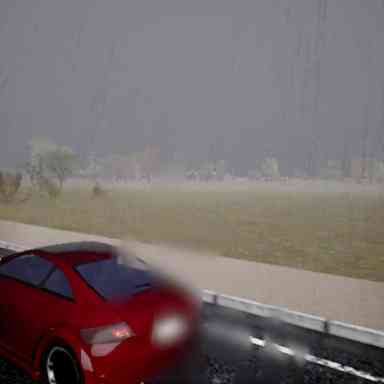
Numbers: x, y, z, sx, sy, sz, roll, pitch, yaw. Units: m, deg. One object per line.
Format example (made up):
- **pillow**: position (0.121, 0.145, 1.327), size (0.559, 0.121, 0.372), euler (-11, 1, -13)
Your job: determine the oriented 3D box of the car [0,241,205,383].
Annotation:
- **car**: position (-1.893, 1.433, 4.868), size (4.181, 1.385, 1.994), euler (2, 1, 35)
